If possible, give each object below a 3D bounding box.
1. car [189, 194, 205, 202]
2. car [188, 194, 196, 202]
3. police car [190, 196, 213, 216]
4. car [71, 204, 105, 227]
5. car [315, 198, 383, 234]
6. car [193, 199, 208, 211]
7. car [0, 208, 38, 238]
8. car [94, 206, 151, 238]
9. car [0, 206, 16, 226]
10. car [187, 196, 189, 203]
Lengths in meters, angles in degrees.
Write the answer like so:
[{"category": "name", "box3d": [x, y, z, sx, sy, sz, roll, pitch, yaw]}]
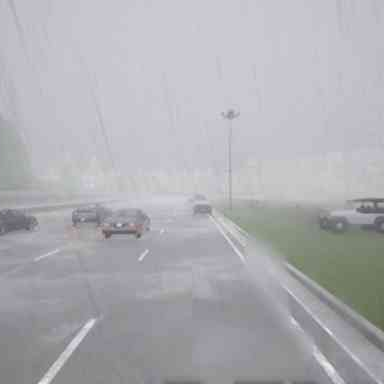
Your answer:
[{"category": "car", "box3d": [1.048, 1.364, 50.096, 2.150, 2.045, 5.566, 0, 0, 0]}, {"category": "car", "box3d": [-0.003, 1.485, 84.406, 2.097, 1.767, 4.553, 0, 0, 0]}, {"category": "police car", "box3d": [1.048, 1.521, 34.175, 1.930, 1.638, 5.238, 0, 0, 0]}, {"category": "car", "box3d": [-6.901, 1.558, 23.480, 2.128, 1.511, 4.902, 0, 0, 0]}, {"category": "car", "box3d": [8.920, 1.264, 18.070, 3.866, 1.878, 1.905, 0, 0, 0]}, {"category": "car", "box3d": [1.048, 1.650, 44.065, 1.812, 1.442, 4.674, 0, 0, 0]}, {"category": "car", "box3d": [-10.401, 1.599, 18.052, 2.033, 1.411, 5.357, 0, 0, 0]}, {"category": "car", "box3d": [-3.401, 1.598, 18.042, 2.033, 1.411, 5.357, 0, 0, 0]}, {"category": "car", "box3d": [-13.902, 1.664, 22.140, 1.895, 1.301, 4.718, 0, 0, 0]}, {"category": "car", "box3d": [-0.001, 1.605, 69.601, 1.895, 1.301, 4.718, 0, 0, 0]}]
